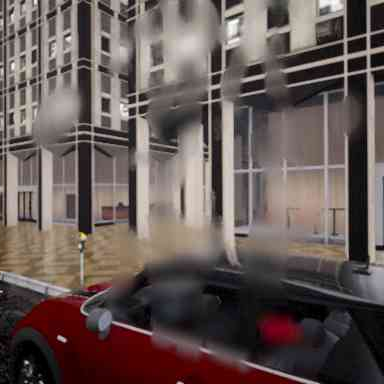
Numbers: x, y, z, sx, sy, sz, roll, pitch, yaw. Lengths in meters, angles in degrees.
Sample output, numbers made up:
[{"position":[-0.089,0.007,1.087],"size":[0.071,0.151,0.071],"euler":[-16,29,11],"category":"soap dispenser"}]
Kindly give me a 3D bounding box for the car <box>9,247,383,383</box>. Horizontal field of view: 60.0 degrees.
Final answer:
[{"position":[0.157,1.363,3.297],"size":[4.553,1.767,2.097],"euler":[0,0,36],"category":"car"}]
